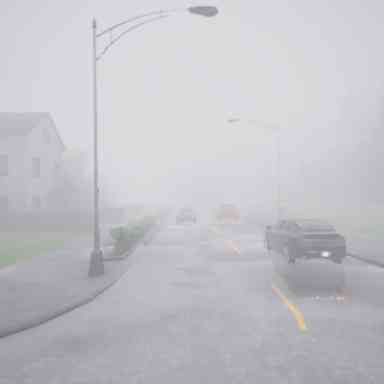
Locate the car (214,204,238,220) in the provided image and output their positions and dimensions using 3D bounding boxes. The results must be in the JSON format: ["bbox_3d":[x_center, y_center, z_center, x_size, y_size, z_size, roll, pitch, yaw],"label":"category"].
[{"bbox_3d":[3.590,2.047,35.651,2.097,1.767,4.553,-1,-1,-1],"label":"car"}]

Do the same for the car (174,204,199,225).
[{"bbox_3d":[-0.501,2.160,30.693,1.837,1.490,4.892,-1,-1,-1],"label":"car"}]

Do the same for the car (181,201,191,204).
[{"bbox_3d":[-1.284,2.850,72.196,2.097,1.767,4.553,-1,-1,-1],"label":"car"}]

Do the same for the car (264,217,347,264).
[{"bbox_3d":[4.097,1.714,12.721,1.837,1.490,4.892,-1,-1,-1],"label":"car"}]
